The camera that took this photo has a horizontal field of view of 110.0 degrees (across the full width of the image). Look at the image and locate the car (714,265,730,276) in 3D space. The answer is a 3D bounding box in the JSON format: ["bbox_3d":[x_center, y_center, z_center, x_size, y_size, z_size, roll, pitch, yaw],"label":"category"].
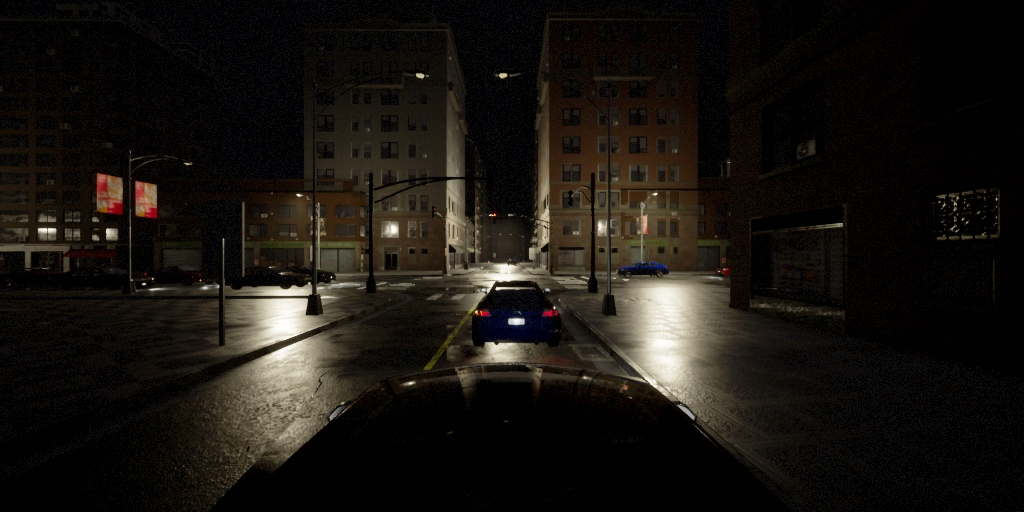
[{"bbox_3d":[20.900,1.225,32.758,4.181,1.385,1.994,0,0,0],"label":"car"}]

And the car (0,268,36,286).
[{"bbox_3d":[-33.715,1.469,25.806,4.718,1.301,1.895,0,0,0],"label":"car"}]

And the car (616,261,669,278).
[{"bbox_3d":[11.860,1.218,32.719,4.674,1.442,1.812,0,0,0],"label":"car"}]

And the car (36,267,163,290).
[{"bbox_3d":[-25.837,1.390,22.590,5.357,1.411,2.033,0,0,0],"label":"car"}]

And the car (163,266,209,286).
[{"bbox_3d":[-23.824,1.399,25.845,4.181,1.385,1.994,0,0,-1],"label":"car"}]

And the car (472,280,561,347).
[{"bbox_3d":[0.096,1.314,9.355,1.994,1.385,4.181,0,0,0],"label":"car"}]

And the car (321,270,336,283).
[{"bbox_3d":[-15.043,1.365,25.889,4.181,1.385,1.994,0,0,0],"label":"car"}]

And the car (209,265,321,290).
[{"bbox_3d":[-15.457,1.350,22.638,5.357,1.411,2.033,0,0,0],"label":"car"}]
